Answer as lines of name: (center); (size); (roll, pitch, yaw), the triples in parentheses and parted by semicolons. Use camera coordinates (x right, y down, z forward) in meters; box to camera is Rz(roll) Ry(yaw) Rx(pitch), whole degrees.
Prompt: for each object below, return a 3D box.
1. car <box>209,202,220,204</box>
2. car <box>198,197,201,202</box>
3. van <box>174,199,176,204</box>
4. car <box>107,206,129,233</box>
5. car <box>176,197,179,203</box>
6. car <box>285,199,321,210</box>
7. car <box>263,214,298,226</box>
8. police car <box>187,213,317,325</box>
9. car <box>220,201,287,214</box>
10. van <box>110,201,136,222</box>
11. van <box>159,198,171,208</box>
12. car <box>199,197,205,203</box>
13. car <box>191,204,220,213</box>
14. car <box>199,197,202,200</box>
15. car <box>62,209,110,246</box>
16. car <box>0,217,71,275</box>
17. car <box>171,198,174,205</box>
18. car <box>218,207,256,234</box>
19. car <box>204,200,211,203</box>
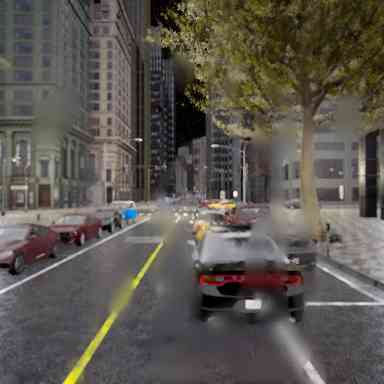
car: (2.906, 1.895, 32.650); (1.752, 1.417, 4.829); (0, -1, 0)
car: (3.116, 2.507, 81.620); (1.887, 1.381, 4.507); (0, -1, 0)
van: (-5.435, 2.317, 81.674); (1.690, 1.788, 3.998); (0, -1, 0)
car: (-5.670, 1.821, 21.704); (1.947, 1.339, 4.313); (0, -1, 0)
car: (-5.387, 2.696, 92.721); (1.802, 1.307, 4.206); (0, -1, 0)
car: (14.563, 1.714, 44.155); (4.902, 1.511, 2.128); (-1, 0, 1)
car: (2.813, 1.675, 11.323); (2.008, 1.369, 4.403); (0, -1, 0)
police car: (0.936, 1.510, 7.581); (1.930, 1.638, 5.238); (0, -1, 0)
car: (2.833, 1.499, 16.614); (2.192, 1.841, 5.009); (0, -1, 0)
van: (-5.649, 1.659, 27.119); (1.690, 1.788, 3.998); (0, -1, 0)
van: (-5.506, 2.111, 65.101); (1.690, 1.788, 3.998); (0, -1, 0)
car: (3.073, 2.369, 70.570); (1.887, 1.381, 4.507); (0, -1, 0)
car: (0.978, 1.654, 17.660); (1.801, 1.575, 5.366); (0, -1, 0)
car: (3.095, 2.438, 76.095); (1.887, 1.381, 4.507); (0, -1, 0)
car: (-5.692, 1.738, 16.292); (1.887, 1.381, 4.507); (0, -1, 0)
car: (-5.714, 1.714, 10.878); (1.802, 1.307, 4.206); (0, -1, 0)
car: (-5.482, 2.383, 70.623); (1.887, 1.381, 4.507); (0, -1, 0)
car: (2.856, 1.789, 21.900); (1.887, 1.381, 4.507); (0, -1, 0)
car: (4.577, 1.899, 42.846); (5.008, 1.535, 1.882); (-2, 1, -23)
